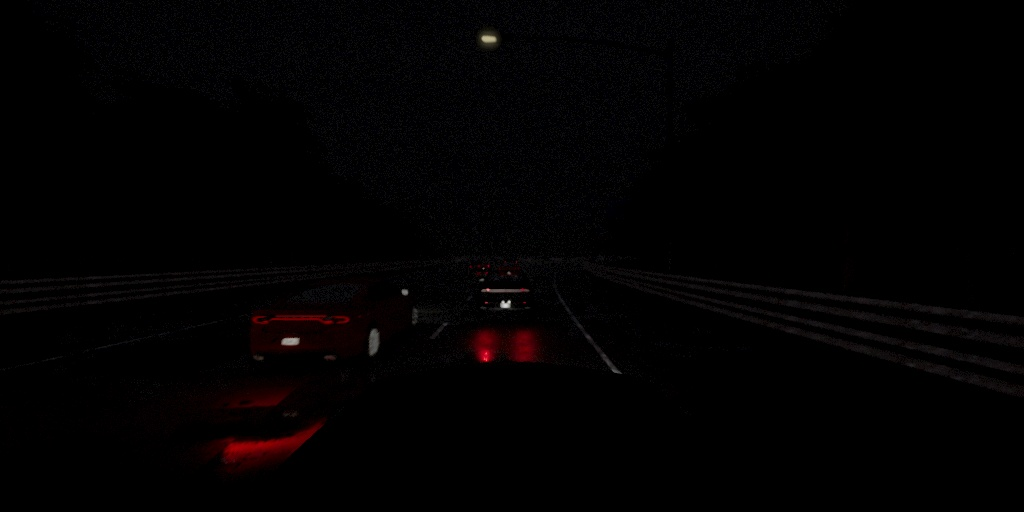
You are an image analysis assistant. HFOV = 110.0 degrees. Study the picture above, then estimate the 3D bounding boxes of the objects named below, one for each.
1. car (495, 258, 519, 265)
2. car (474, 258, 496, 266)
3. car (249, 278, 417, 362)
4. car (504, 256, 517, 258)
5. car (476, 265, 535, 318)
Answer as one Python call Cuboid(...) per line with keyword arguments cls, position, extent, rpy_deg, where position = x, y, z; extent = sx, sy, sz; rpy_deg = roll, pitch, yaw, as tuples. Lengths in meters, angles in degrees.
Cuboid(cls="car", position=(-0.223, 1.221, 31.083), extent=(1.882, 1.535, 5.008), rpy_deg=(0, 0, 0))
Cuboid(cls="car", position=(-3.594, 1.329, 48.007), extent=(1.895, 1.301, 4.718), rpy_deg=(0, 0, 0))
Cuboid(cls="car", position=(-3.601, 1.231, 8.274), extent=(1.882, 1.535, 5.008), rpy_deg=(0, 0, -1))
Cuboid(cls="car", position=(-0.196, 0.955, 50.285), extent=(2.150, 2.045, 5.566), rpy_deg=(0, 0, 0))
Cuboid(cls="car", position=(-0.210, 1.248, 13.014), extent=(2.128, 1.511, 4.902), rpy_deg=(0, 0, 0))
